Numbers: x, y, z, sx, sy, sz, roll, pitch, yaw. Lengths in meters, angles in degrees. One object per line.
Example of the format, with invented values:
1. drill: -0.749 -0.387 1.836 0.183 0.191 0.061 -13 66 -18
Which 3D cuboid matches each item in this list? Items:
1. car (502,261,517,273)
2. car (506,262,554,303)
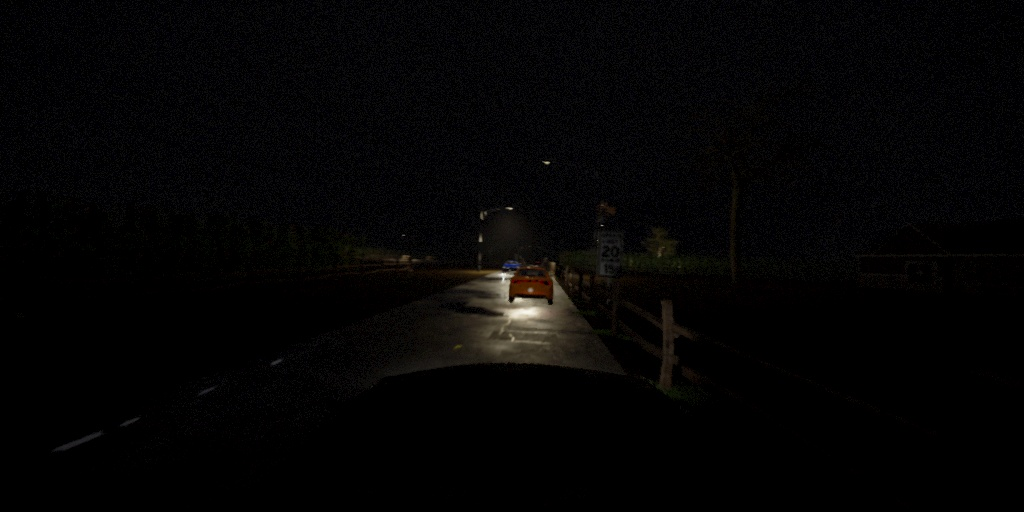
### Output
1. car: -0.034 1.271 41.572 1.812 1.442 4.674 3 0 4
2. car: 0.948 1.258 17.090 1.882 1.535 5.008 3 0 4
